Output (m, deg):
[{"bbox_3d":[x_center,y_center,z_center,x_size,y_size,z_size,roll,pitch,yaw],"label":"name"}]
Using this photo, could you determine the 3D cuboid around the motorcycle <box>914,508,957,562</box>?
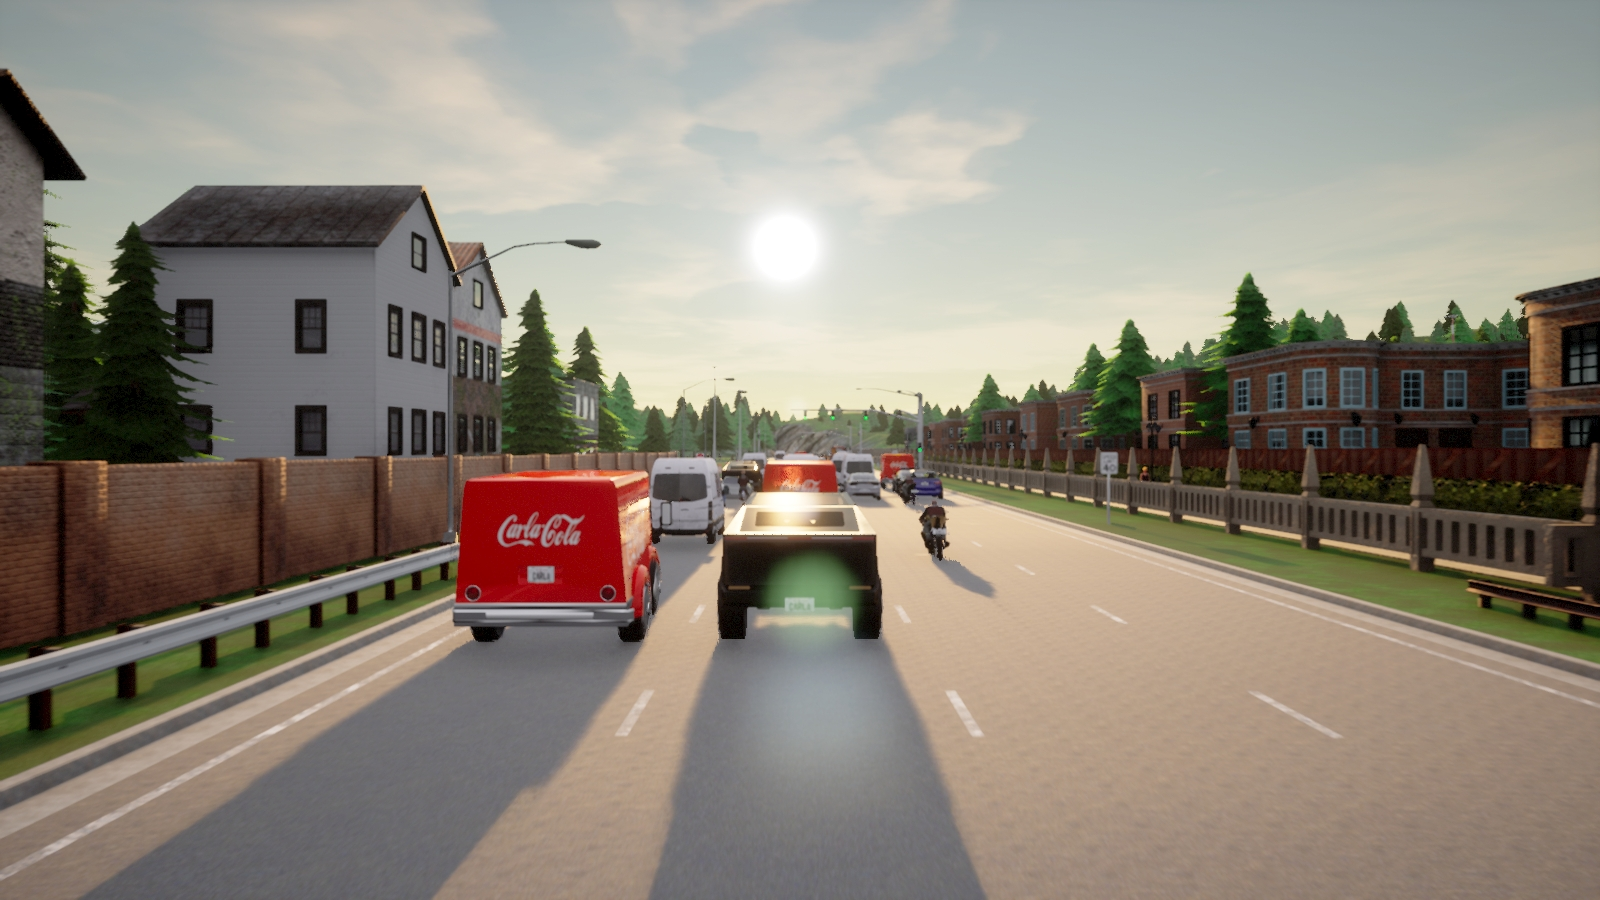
[{"bbox_3d":[3.538,2.202,30.036,0.867,1.251,2.209,0,0,0],"label":"motorcycle"}]

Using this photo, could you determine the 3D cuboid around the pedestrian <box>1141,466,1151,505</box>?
[{"bbox_3d":[16.433,1.696,54.287,0.375,1.860,0.375,0,0,0],"label":"pedestrian"}]

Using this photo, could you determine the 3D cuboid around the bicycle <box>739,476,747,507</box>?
[{"bbox_3d":[-2.848,2.054,56.997,0.329,1.471,1.835,0,0,-5],"label":"bicycle"}]

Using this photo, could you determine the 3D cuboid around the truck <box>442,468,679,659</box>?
[{"bbox_3d":[-3.501,1.569,17.982,2.627,2.467,5.204,0,0,0],"label":"truck"}]

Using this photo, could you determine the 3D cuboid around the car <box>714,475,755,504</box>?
[{"bbox_3d":[-3.523,2.112,61.989,1.994,1.385,4.181,0,0,0],"label":"car"}]

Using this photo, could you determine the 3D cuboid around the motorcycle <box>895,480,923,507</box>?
[{"bbox_3d":[5.534,2.199,58.202,0.867,1.251,2.209,0,0,-10],"label":"motorcycle"}]

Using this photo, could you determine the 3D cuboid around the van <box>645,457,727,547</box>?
[{"bbox_3d":[-3.491,1.530,36.033,1.988,2.561,5.915,0,0,0],"label":"van"}]

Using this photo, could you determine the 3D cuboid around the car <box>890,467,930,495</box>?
[{"bbox_3d":[7.039,1.975,73.815,2.097,1.638,5.238,0,0,0],"label":"car"}]

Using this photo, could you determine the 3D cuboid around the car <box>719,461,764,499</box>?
[{"bbox_3d":[-3.463,1.747,68.838,2.390,2.098,6.274,0,0,0],"label":"car"}]

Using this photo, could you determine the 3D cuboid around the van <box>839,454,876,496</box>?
[{"bbox_3d":[3.582,1.527,72.260,1.988,2.561,5.915,0,0,0],"label":"van"}]

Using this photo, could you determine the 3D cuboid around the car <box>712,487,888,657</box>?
[{"bbox_3d":[-0.001,1.751,18.622,2.390,2.098,6.274,0,0,0],"label":"car"}]

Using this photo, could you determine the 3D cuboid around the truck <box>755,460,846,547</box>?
[{"bbox_3d":[0.012,1.567,35.599,2.627,2.467,5.204,0,0,0],"label":"truck"}]

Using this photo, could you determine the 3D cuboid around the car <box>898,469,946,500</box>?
[{"bbox_3d":[7.032,1.961,66.294,2.242,1.667,4.611,0,0,0],"label":"car"}]

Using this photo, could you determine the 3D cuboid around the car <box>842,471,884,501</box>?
[{"bbox_3d":[3.535,2.028,64.955,2.097,1.535,5.006,0,0,0],"label":"car"}]
